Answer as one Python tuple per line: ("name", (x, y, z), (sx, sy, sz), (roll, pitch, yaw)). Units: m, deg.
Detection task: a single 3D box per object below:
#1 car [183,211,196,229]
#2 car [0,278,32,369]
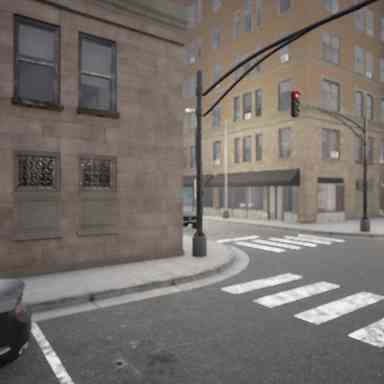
("car", (-1.375, 1.502, 20.116), (1.895, 1.301, 4.718), (0, 0, -36))
("car", (-4.035, 1.551, 3.309), (4.403, 1.369, 2.008), (0, 0, -36))
